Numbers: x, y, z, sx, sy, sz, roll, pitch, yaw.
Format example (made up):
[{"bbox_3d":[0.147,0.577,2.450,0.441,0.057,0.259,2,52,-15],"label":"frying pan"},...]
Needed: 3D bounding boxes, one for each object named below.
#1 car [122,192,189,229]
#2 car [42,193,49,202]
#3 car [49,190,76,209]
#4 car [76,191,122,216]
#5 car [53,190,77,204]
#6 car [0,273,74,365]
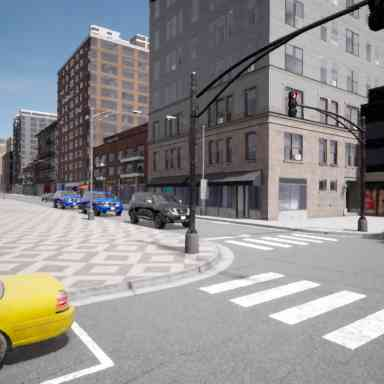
[{"bbox_3d":[-2.070,1.053,20.778,2.150,2.045,5.566,1,0,-35],"label":"car"},{"bbox_3d":[-25.542,0.945,59.515,2.128,1.511,4.902,1,0,-36],"label":"car"},{"bbox_3d":[-14.209,0.862,37.973,2.150,2.045,5.566,1,0,-35],"label":"car"},{"bbox_3d":[-8.013,0.960,29.188,2.150,2.045,5.566,1,0,-35],"label":"car"},{"bbox_3d":[-19.484,0.769,50.944,2.150,2.045,5.566,1,0,-35],"label":"car"},{"bbox_3d":[-3.979,1.525,3.914,4.829,1.417,1.752,0,1,-36],"label":"car"}]
